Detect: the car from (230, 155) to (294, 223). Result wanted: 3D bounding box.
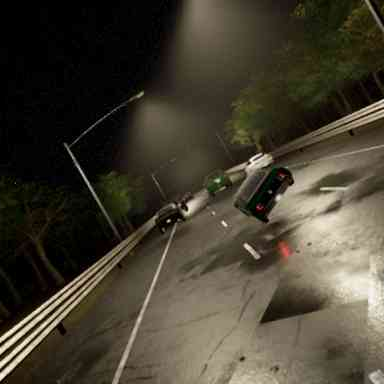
[{"bbox_3d":[2.557,0.011,13.081,1.895,1.301,4.718,-55,1,0],"label":"car"}]

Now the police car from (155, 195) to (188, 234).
[{"bbox_3d":[-1.591,1.644,23.745,1.930,1.638,5.238,-30,0,0],"label":"police car"}]

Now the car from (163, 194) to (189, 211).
[{"bbox_3d":[-1.728,1.431,33.664,2.150,2.045,5.566,-30,0,0],"label":"car"}]

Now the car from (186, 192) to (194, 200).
[{"bbox_3d":[-0.705,1.079,58.038,2.033,1.411,5.357,-30,0,0],"label":"car"}]

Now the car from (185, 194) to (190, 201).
[{"bbox_3d":[-1.625,1.631,39.636,1.882,1.535,5.008,-30,0,0],"label":"car"}]

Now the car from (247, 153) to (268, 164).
[{"bbox_3d":[5.558,-2.330,27.912,1.812,1.442,4.674,-30,0,-1],"label":"car"}]

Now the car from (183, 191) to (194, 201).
[{"bbox_3d":[-0.813,0.923,78.108,2.128,1.511,4.902,-30,1,0],"label":"car"}]

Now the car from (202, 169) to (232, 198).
[{"bbox_3d":[2.324,-0.862,31.440,2.150,2.045,5.566,-30,0,0],"label":"car"}]
